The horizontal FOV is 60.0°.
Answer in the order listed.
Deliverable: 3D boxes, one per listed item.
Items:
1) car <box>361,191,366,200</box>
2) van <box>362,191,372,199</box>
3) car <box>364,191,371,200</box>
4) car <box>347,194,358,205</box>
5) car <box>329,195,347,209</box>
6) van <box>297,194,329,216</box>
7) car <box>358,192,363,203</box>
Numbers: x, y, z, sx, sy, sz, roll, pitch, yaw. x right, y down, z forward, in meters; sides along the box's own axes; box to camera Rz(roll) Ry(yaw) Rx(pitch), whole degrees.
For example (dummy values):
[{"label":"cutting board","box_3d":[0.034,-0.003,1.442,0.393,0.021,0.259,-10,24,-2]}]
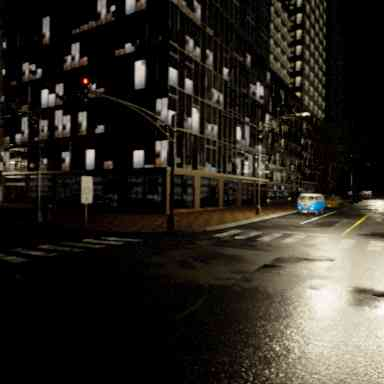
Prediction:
[{"label":"car","box_3d":[28.363,1.029,57.565,1.947,1.339,4.313,2,2,32]},{"label":"van","box_3d":[40.424,0.643,76.789,1.690,1.788,3.998,2,2,32]},{"label":"car","box_3d":[34.392,0.933,67.179,2.008,1.369,4.403,2,2,32]},{"label":"car","box_3d":[22.336,1.126,47.951,1.802,1.307,4.206,2,2,32]},{"label":"car","box_3d":[16.219,1.151,38.191,1.752,1.417,4.829,2,2,32]},{"label":"van","box_3d":[10.286,1.046,28.717,1.690,1.788,3.998,2,2,32]},{"label":"car","box_3d":[25.350,1.069,52.758,1.947,1.339,4.313,2,2,32]}]
